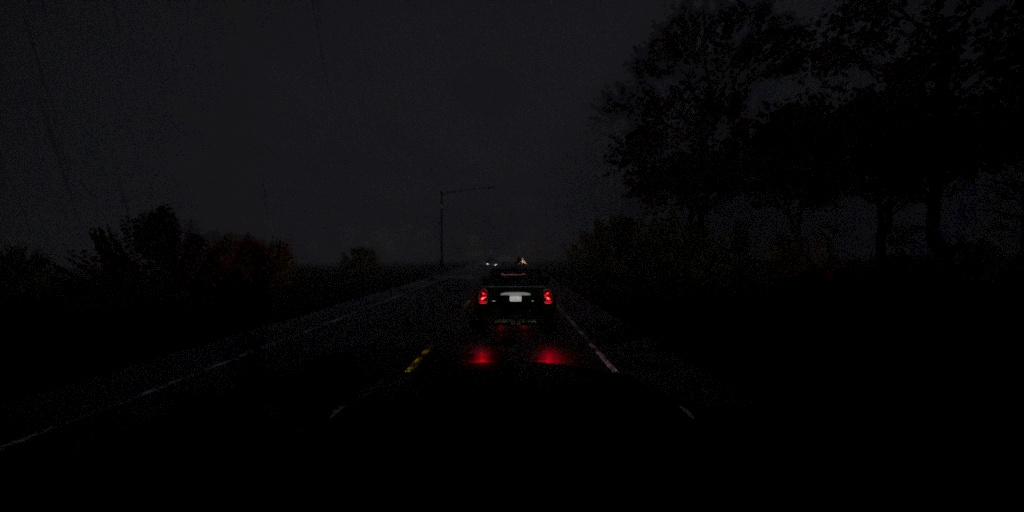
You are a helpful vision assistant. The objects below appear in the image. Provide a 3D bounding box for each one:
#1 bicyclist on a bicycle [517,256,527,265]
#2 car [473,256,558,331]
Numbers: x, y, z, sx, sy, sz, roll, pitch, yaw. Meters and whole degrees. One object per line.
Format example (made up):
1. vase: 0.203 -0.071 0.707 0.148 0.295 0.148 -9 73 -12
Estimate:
1. bicyclist on a bicycle: 0.870 0.936 29.200 0.866 1.612 1.509 0 1 0
2. car: 0.083 1.021 10.749 2.097 1.767 4.553 0 1 0
